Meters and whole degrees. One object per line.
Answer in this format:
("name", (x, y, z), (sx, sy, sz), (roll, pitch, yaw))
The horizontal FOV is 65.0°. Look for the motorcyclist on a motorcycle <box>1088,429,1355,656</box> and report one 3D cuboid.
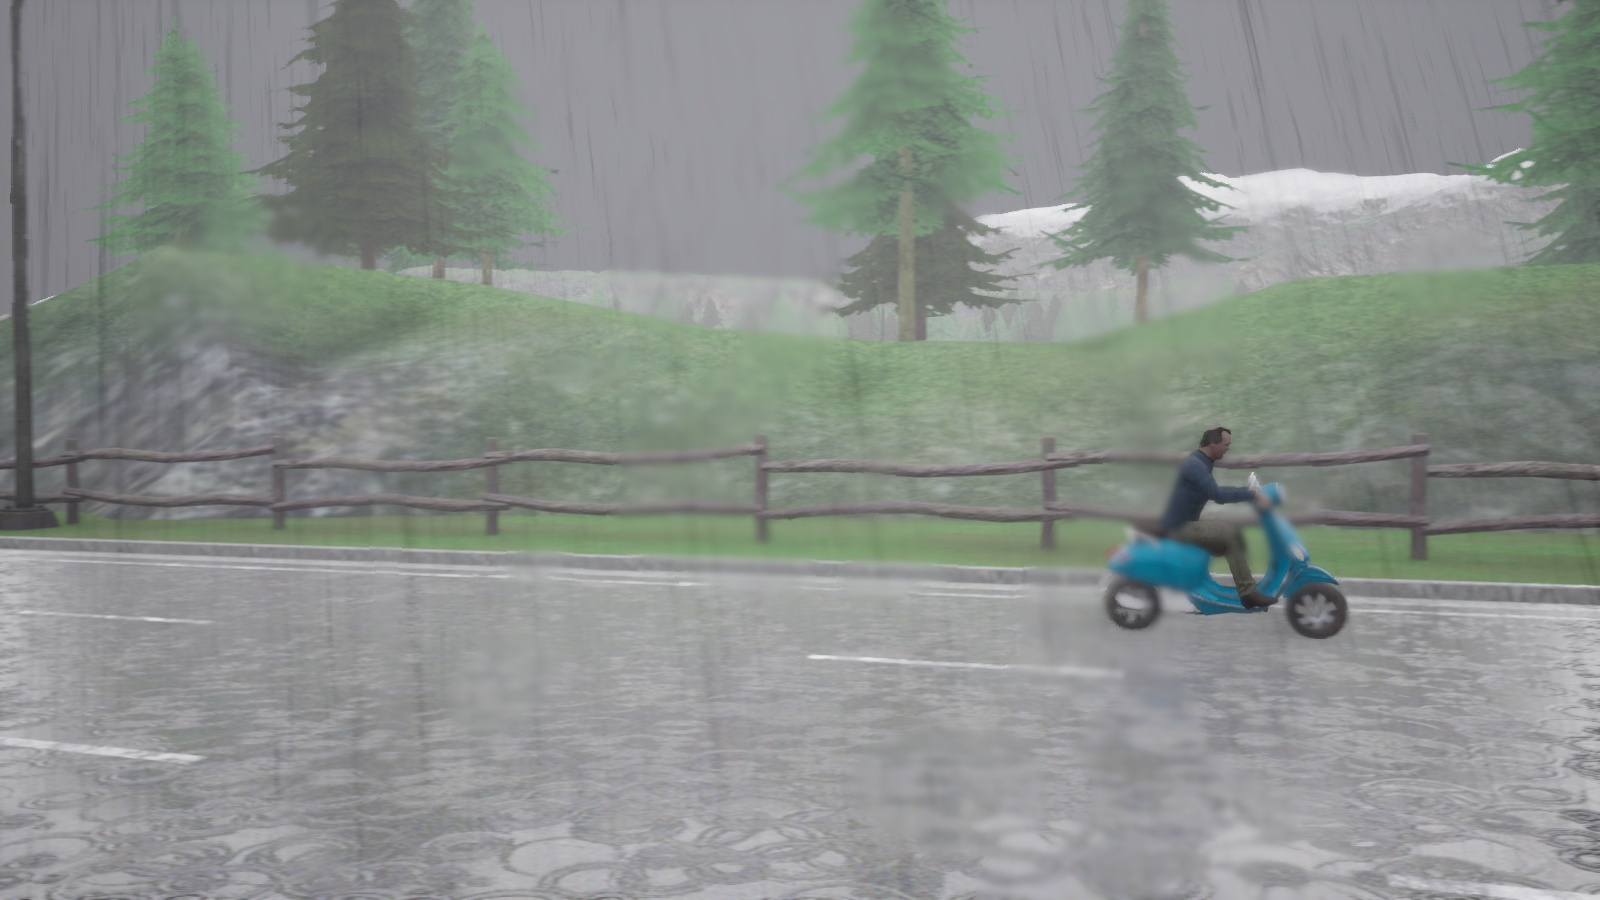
("motorcyclist on a motorcycle", (3.161, 0.640, 9.514), (1.817, 1.590, 0.866), (1, 1, 19))
